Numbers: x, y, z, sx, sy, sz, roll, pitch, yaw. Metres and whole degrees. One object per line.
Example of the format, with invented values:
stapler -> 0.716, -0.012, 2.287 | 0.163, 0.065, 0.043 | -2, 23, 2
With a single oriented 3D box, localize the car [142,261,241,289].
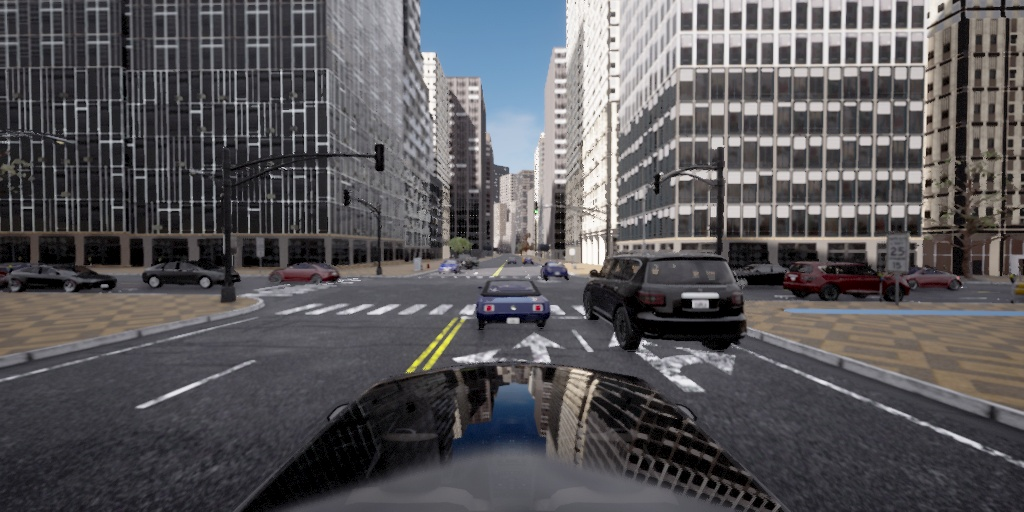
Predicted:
car -> -18.435, 1.048, 20.755 | 4.892, 1.490, 1.837 | 1, 1, 1

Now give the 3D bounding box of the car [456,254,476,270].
car -> -6.567, 0.771, 48.128 | 2.150, 2.045, 5.566 | 0, 0, 1

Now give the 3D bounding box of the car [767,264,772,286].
car -> 16.097, 1.269, 23.384 | 5.008, 1.535, 1.882 | 0, 1, 0

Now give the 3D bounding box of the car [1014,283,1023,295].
car -> 27.644, 1.532, 17.410 | 4.829, 1.417, 1.751 | 0, 0, 1

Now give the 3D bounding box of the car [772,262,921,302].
car -> 16.196, 1.221, 17.608 | 5.009, 1.841, 2.192 | 0, 0, 1

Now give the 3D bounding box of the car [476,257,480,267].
car -> -6.493, 0.853, 58.344 | 2.097, 1.767, 4.553 | 0, 0, 0

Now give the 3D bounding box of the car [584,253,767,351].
car -> 3.352, 0.941, 9.067 | 2.150, 2.045, 5.566 | 0, 0, 0

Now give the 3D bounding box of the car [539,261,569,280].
car -> 3.365, 1.133, 28.880 | 1.812, 1.442, 4.674 | 0, 0, 0

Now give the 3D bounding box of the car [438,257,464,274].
car -> -6.584, 1.121, 38.166 | 1.812, 1.442, 4.674 | 0, 0, -2

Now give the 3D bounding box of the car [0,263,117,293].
car -> -22.729, 1.123, 18.139 | 4.313, 1.339, 1.948 | 0, 0, 1

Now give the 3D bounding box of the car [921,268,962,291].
car -> 26.111, 1.444, 23.210 | 4.181, 1.385, 1.994 | 1, 1, 1

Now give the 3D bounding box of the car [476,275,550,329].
car -> -0.119, 1.322, 11.085 | 1.895, 1.301, 4.718 | 0, 0, -4

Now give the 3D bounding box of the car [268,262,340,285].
car -> -13.632, 1.092, 23.653 | 4.181, 1.385, 1.994 | 1, 1, 5
